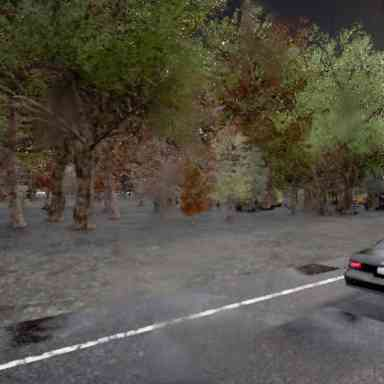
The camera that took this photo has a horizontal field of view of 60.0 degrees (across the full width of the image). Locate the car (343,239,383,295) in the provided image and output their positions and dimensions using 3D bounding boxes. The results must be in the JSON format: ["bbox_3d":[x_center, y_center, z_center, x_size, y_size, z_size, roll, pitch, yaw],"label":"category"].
[{"bbox_3d":[5.749,1.580,7.842,5.357,1.411,2.033,0,0,-35],"label":"car"}]
